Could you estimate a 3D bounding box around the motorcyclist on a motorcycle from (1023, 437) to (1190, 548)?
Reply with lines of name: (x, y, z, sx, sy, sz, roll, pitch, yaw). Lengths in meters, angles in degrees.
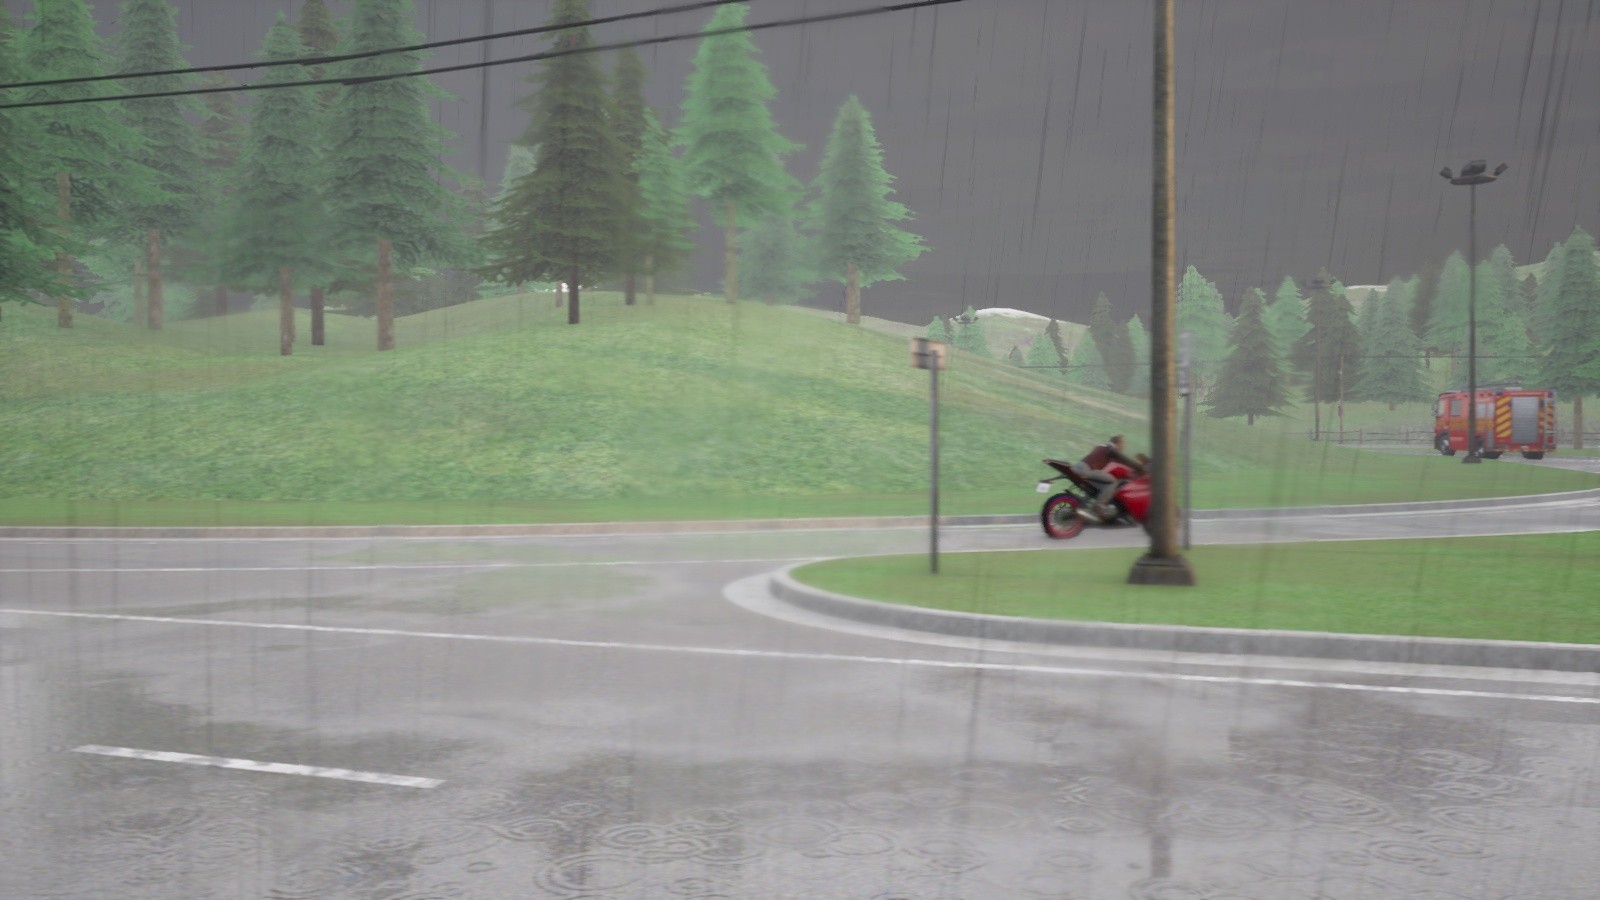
motorcyclist on a motorcycle: (4.414, 0.588, 18.139, 2.191, 1.530, 0.866, 0, 1, -15)

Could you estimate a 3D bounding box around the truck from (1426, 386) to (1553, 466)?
truck: (35.320, -1.241, 64.723, 2.891, 3.827, 8.468, 0, 1, 8)
